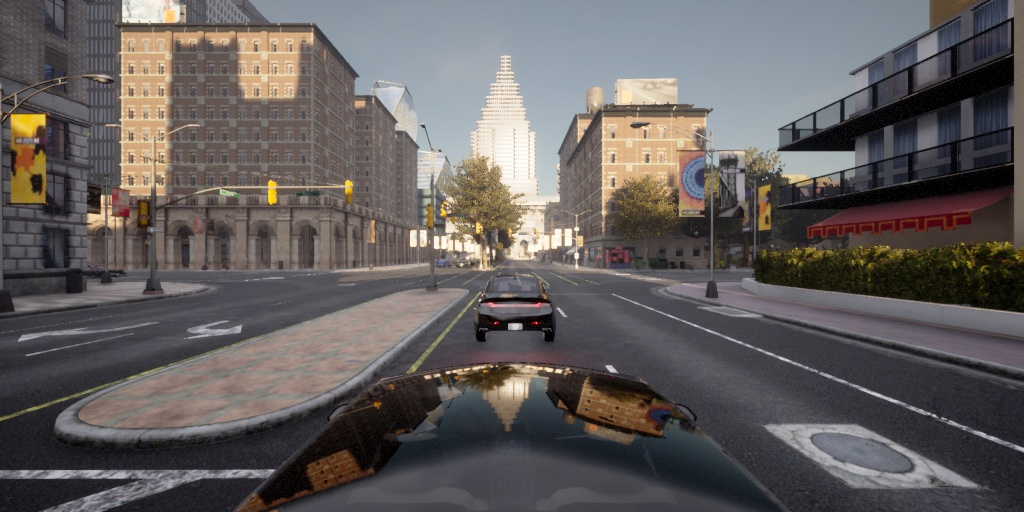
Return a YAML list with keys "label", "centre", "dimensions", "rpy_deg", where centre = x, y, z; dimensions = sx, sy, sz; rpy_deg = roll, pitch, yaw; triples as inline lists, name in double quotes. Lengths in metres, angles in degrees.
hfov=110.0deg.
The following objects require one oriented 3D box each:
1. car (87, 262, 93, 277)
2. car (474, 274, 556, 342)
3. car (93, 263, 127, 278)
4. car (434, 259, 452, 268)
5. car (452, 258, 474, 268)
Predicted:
- label: "car"
  centre: [-38.201, 1.297, 29.220]
  dimensions: [5.357, 1.411, 2.033]
  rpy_deg: [0, 0, 0]
- label: "car"
  centre: [0.081, 1.241, 9.806]
  dimensions: [2.128, 1.511, 4.902]
  rpy_deg: [0, 0, 0]
- label: "car"
  centre: [-38.642, 1.297, 32.717]
  dimensions: [5.357, 1.411, 2.033]
  rpy_deg: [0, 0, 0]
- label: "car"
  centre: [-11.541, 1.227, 60.040]
  dimensions: [1.882, 1.535, 5.008]
  rpy_deg: [0, 0, 0]
- label: "car"
  centre: [-8.045, 1.241, 59.624]
  dimensions: [2.128, 1.511, 4.902]
  rpy_deg: [0, 0, 0]
